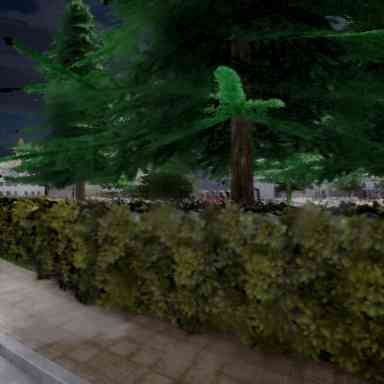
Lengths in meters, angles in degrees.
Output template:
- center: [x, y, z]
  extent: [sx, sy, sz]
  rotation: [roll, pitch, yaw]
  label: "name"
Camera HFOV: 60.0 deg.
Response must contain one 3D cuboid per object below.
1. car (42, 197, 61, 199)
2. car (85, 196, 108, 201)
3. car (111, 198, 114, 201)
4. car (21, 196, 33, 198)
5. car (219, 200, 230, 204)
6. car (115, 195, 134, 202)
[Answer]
- center: [-27.267, 1.895, 62.638]
  extent: [3.633, 1.501, 1.845]
  rotation: [0, 0, -39]
  label: "car"
- center: [-25.115, 1.863, 89.043]
  extent: [5.027, 1.636, 2.152]
  rotation: [0, 0, -39]
  label: "car"
- center: [-17.144, 1.665, 79.037]
  extent: [3.866, 1.878, 1.905]
  rotation: [0, 0, -39]
  label: "car"
- center: [-40.667, 1.883, 80.666]
  extent: [4.605, 1.855, 1.932]
  rotation: [0, 0, -39]
  label: "car"
- center: [6.477, 1.849, 52.572]
  extent: [4.718, 1.301, 1.895]
  rotation: [0, 0, -39]
  label: "car"
- center: [-11.197, 1.817, 60.107]
  extent: [3.806, 1.475, 1.970]
  rotation: [0, 0, -39]
  label: "car"
